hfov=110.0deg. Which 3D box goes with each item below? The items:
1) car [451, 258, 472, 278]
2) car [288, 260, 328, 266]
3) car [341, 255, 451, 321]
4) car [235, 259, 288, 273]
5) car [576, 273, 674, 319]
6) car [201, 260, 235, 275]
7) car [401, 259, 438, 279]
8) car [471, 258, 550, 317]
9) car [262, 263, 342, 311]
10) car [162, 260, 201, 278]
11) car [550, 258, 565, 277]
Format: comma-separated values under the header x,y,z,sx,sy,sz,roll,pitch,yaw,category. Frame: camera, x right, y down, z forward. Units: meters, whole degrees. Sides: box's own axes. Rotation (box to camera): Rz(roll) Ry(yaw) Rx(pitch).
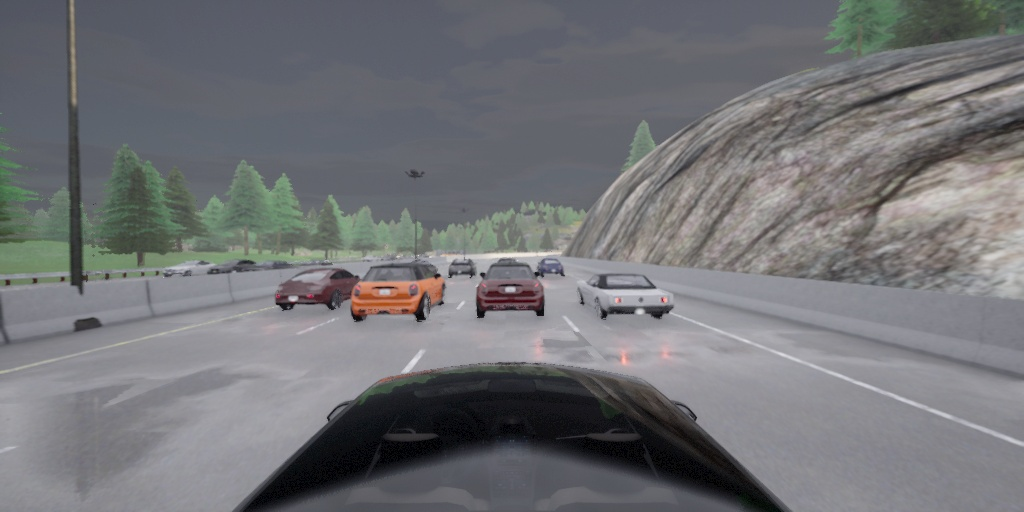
x,y,z,sx,sy,sz,roll,pitch,yaw,category
-3.850,0.931,28.502,2.128,1.511,4.902,0,1,-1,car
-18.117,1.055,32.977,1.994,1.385,4.181,0,1,-1,car
-3.570,0.997,12.096,2.097,1.767,4.553,0,1,-1,car
-21.607,1.076,32.176,2.033,1.411,5.357,0,1,-1,car
3.437,1.195,11.932,1.895,1.301,4.718,0,1,-1,car
-25.111,1.055,32.639,1.837,1.490,4.892,0,0,-1,car
-7.359,1.023,29.050,1.994,1.385,4.181,0,1,-1,car
-0.078,0.966,12.582,2.097,1.767,4.553,0,1,-1,car
-7.096,1.176,13.864,1.812,1.442,4.674,0,1,-1,car
-28.605,1.106,32.231,1.812,1.442,4.674,0,1,-1,car
3.123,0.899,29.589,1.812,1.442,4.674,0,1,-1,car
